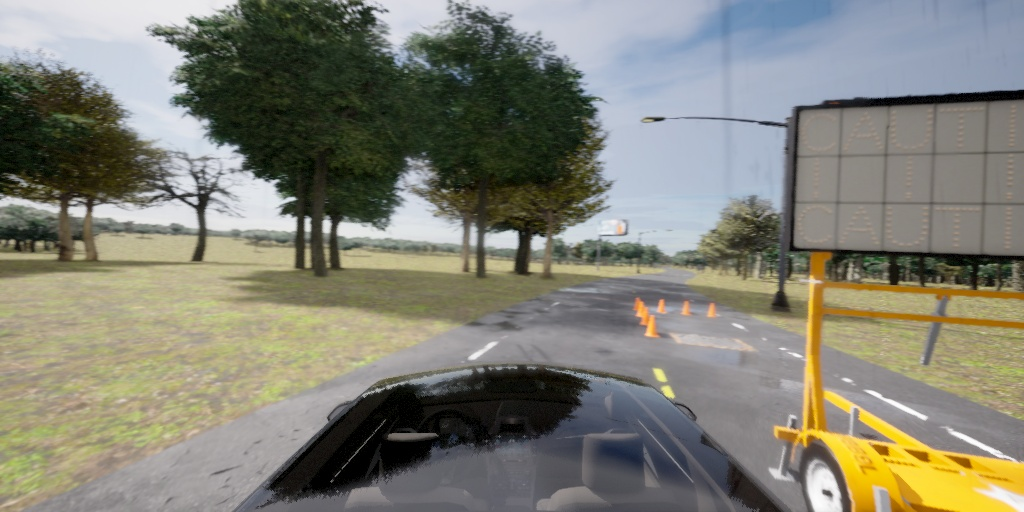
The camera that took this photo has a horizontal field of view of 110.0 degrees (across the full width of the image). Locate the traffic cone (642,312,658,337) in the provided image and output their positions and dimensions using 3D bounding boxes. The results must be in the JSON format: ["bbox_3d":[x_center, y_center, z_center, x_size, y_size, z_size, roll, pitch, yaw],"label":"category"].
[{"bbox_3d":[4.009,1.995,10.299,0.340,0.580,0.340,0,0,16],"label":"traffic cone"}]

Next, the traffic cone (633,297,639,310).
[{"bbox_3d":[5.627,2.137,16.076,0.340,0.580,0.340,0,0,16],"label":"traffic cone"}]

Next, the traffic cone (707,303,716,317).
[{"bbox_3d":[8.511,2.284,15.264,0.340,0.580,0.340,0,0,16],"label":"traffic cone"}]

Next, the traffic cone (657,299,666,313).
[{"bbox_3d":[6.588,2.186,15.805,0.340,0.580,0.340,0,0,16],"label":"traffic cone"}]

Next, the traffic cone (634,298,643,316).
[{"bbox_3d":[5.088,2.090,14.150,0.340,0.580,0.340,0,0,16],"label":"traffic cone"}]

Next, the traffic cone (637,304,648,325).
[{"bbox_3d":[4.548,2.042,12.225,0.340,0.580,0.340,0,0,16],"label":"traffic cone"}]

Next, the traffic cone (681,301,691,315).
[{"bbox_3d":[7.550,2.235,15.534,0.340,0.580,0.340,0,0,16],"label":"traffic cone"}]

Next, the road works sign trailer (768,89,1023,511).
[{"bbox_3d":[3.583,0.415,3.156,2.380,3.560,2.880,0,0,15],"label":"road works sign trailer"}]
